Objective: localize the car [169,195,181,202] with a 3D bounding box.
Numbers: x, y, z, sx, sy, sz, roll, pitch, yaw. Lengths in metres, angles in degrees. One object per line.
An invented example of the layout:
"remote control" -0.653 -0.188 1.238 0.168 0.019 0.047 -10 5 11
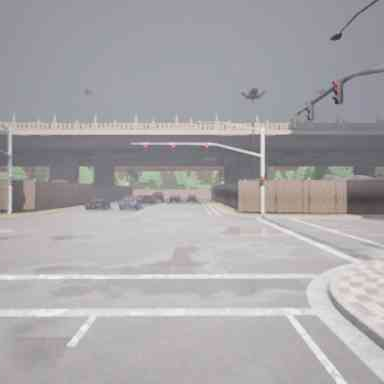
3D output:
"car" -3.511 1.281 66.101 1.895 1.301 4.718 0 0 0

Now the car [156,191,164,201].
"car" -7.011 0.880 69.098 2.150 2.045 5.566 0 0 0

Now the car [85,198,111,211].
"car" -10.595 1.381 37.732 1.994 1.385 4.181 0 0 0

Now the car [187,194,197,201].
"car" -0.012 1.157 76.063 2.128 1.511 4.902 0 0 0

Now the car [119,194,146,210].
"car" -7.095 1.167 38.758 2.097 1.767 4.553 0 0 0

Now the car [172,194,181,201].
"car" -3.512 1.227 76.093 1.895 1.301 4.718 0 0 0

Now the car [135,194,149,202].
"car" -10.511 1.172 69.996 2.128 1.511 4.902 0 0 0

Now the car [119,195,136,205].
"car" -10.565 1.297 55.128 1.994 1.385 4.181 0 0 0

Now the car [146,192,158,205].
"car" -7.074 1.219 53.468 1.882 1.535 5.008 0 0 0

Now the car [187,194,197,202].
"car" -0.011 1.283 65.738 1.895 1.301 4.718 0 0 0
